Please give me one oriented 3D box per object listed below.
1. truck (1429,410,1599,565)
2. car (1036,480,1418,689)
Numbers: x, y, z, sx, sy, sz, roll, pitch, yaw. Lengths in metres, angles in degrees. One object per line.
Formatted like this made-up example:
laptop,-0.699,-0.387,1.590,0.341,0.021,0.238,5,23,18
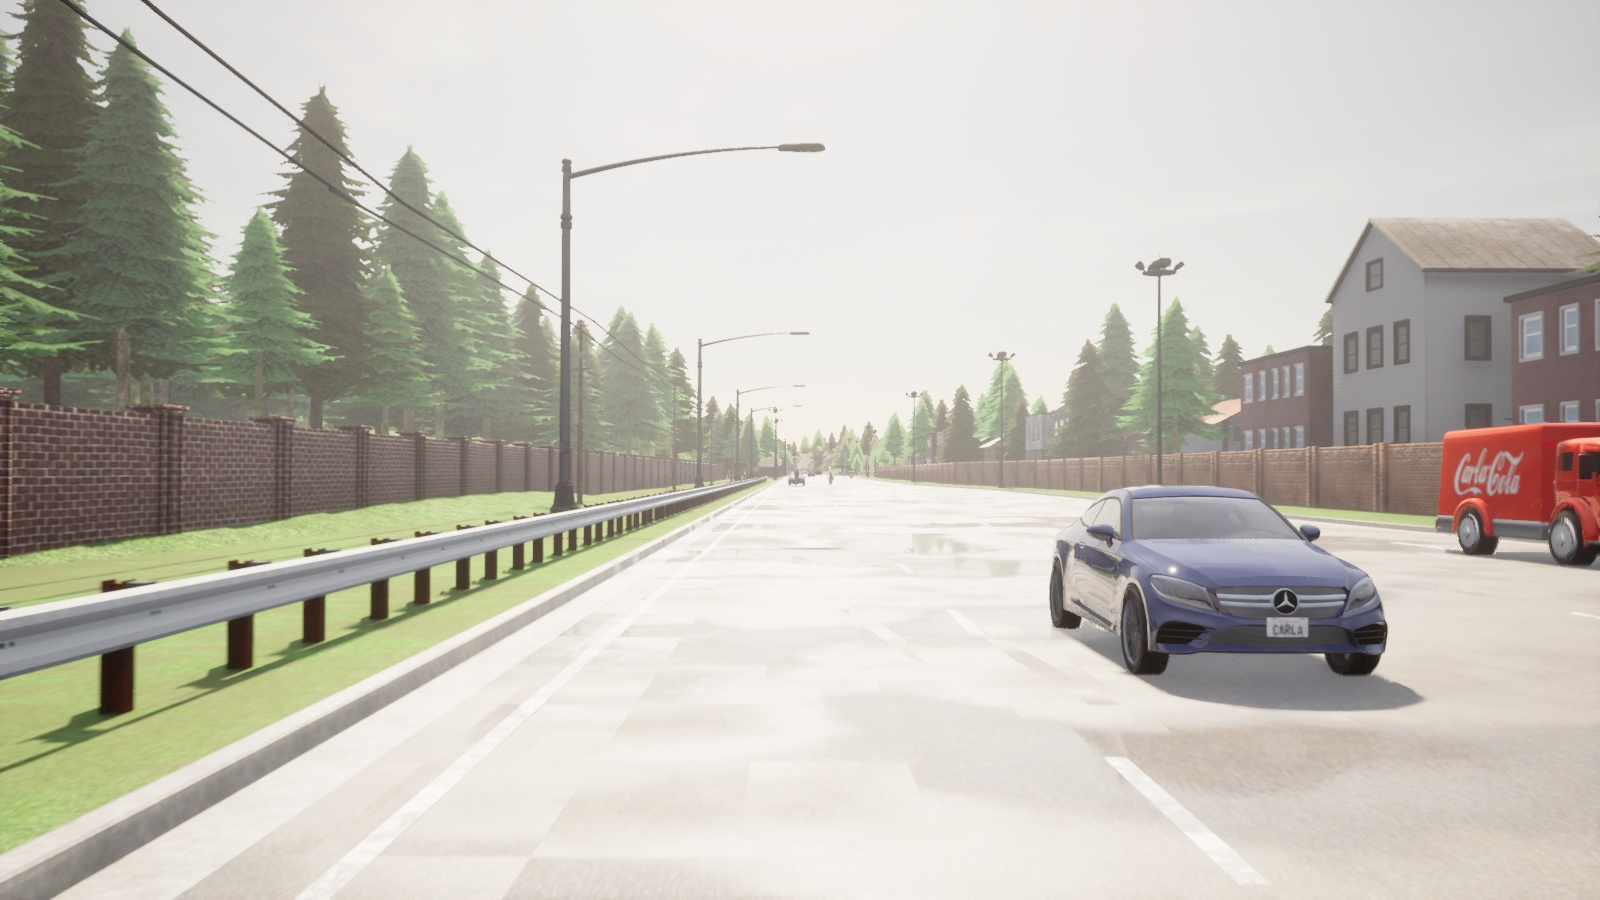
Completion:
truck,13.944,0.655,22.576,2.627,2.467,5.204,0,-1,0
car,3.473,1.015,11.267,1.812,1.442,4.674,0,-1,0
